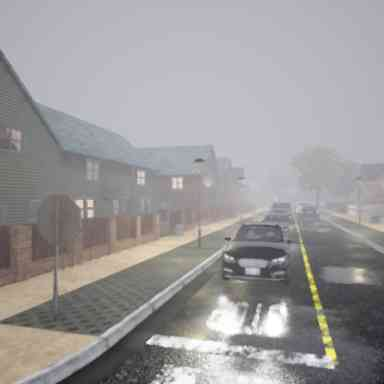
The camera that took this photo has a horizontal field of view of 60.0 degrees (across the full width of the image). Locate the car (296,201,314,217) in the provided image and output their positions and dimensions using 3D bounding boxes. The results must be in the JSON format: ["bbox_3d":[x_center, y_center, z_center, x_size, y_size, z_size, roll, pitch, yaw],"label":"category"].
[{"bbox_3d":[16.117,2.382,47.632,2.150,2.045,5.566,0,-1,16],"label":"car"}]

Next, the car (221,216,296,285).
[{"bbox_3d":[2.188,1.757,10.575,2.128,1.511,4.902,0,-1,16],"label":"car"}]

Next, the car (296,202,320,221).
[{"bbox_3d":[13.241,2.281,37.736,2.097,1.767,4.553,0,-1,17],"label":"car"}]

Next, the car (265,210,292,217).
[{"bbox_3d":[5.166,2.062,20.639,2.033,1.411,5.357,0,-1,17],"label":"car"}]

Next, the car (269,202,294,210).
[{"bbox_3d":[9.352,2.079,34.712,2.150,2.045,5.566,0,-2,17],"label":"car"}]
